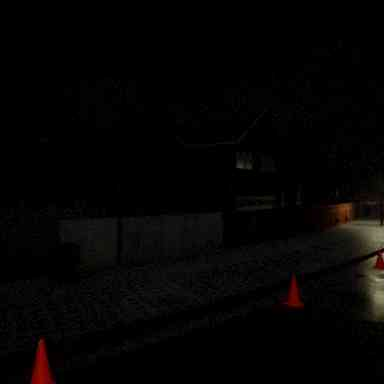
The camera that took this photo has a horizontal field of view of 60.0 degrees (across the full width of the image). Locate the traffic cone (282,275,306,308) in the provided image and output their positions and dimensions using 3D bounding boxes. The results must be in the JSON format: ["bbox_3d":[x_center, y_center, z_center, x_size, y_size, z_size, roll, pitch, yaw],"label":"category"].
[{"bbox_3d":[2.085,1.997,6.795,0.340,0.580,0.340,0,0,-40],"label":"traffic cone"}]

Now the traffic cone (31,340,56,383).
[{"bbox_3d":[-1.700,1.974,3.769,0.340,0.580,0.340,0,0,-37],"label":"traffic cone"}]

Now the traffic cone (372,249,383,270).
[{"bbox_3d":[5.675,2.020,10.050,0.340,0.580,0.340,0,0,-44],"label":"traffic cone"}]
